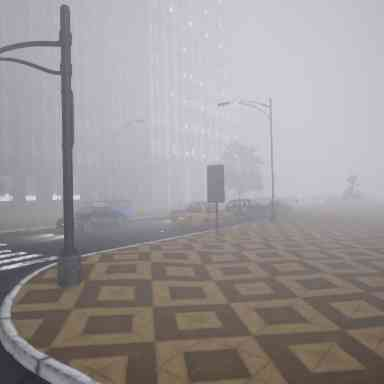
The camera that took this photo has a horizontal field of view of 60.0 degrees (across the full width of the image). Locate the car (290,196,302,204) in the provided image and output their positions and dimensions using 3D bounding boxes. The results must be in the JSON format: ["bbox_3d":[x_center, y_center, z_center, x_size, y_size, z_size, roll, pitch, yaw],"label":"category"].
[{"bbox_3d":[16.197,1.389,55.588,2.008,1.369,4.403,-2,-1,35],"label":"car"}]

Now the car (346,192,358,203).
[{"bbox_3d":[26.011,1.027,55.669,1.967,1.590,4.097,-2,-1,35],"label":"car"}]

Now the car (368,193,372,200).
[{"bbox_3d":[35.571,0.832,69.427,2.192,1.841,5.009,-2,-1,35],"label":"car"}]

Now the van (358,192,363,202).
[{"bbox_3d":[29.202,0.904,60.251,1.690,1.788,3.998,-2,-1,35],"label":"van"}]

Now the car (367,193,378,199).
[{"bbox_3d":[45.111,1.004,83.200,2.008,1.369,4.403,-2,-1,35],"label":"car"}]

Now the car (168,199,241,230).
[{"bbox_3d":[0.768,1.318,19.015,1.752,1.417,4.829,-2,-1,35],"label":"car"}]

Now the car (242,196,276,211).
[{"bbox_3d":[7.941,1.336,38.964,2.128,1.511,4.902,-2,-1,35],"label":"car"}]

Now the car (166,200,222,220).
[{"bbox_3d":[0.322,1.458,27.918,2.033,1.411,5.357,-2,-1,35],"label":"car"}]

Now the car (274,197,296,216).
[{"bbox_3d":[7.004,1.320,28.076,1.802,1.307,4.206,-2,-1,35],"label":"car"}]

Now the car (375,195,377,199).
[{"bbox_3d":[42.041,0.998,78.740,1.752,1.417,4.829,-2,-1,35],"label":"car"}]

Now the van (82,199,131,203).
[{"bbox_3d":[-6.005,1.363,23.332,1.690,1.788,3.998,-2,-1,35],"label":"van"}]

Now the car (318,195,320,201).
[{"bbox_3d":[25.710,1.314,69.414,1.887,1.381,4.507,-2,-1,35],"label":"car"}]

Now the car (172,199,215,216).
[{"bbox_3d":[0.245,1.492,32.407,1.752,1.417,4.829,-2,-1,35],"label":"car"}]

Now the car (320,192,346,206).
[{"bbox_3d":[19.771,1.159,46.611,1.752,1.417,4.829,-2,-1,35],"label":"car"}]

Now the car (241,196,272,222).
[{"bbox_3d":[3.835,1.206,23.476,1.967,1.590,4.097,-2,-1,35],"label":"car"}]

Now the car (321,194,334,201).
[{"bbox_3d":[32.053,1.271,78.630,1.887,1.381,4.507,-2,-1,35],"label":"car"}]

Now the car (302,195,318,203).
[{"bbox_3d":[22.537,1.232,64.806,1.967,1.590,4.097,-2,-1,35],"label":"car"}]

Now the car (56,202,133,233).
[{"bbox_3d":[-5.657,1.528,19.234,1.994,1.385,4.181,-2,-1,35],"label":"car"}]

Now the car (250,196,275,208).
[{"bbox_3d":[9.852,1.328,46.373,1.967,1.590,4.097,-2,-1,35],"label":"car"}]

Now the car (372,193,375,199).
[{"bbox_3d":[38.780,1.060,73.999,1.947,1.339,4.313,-2,-1,35],"label":"car"}]

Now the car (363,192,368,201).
[{"bbox_3d":[32.386,0.980,64.840,1.967,1.590,4.097,-2,-1,35],"label":"car"}]
